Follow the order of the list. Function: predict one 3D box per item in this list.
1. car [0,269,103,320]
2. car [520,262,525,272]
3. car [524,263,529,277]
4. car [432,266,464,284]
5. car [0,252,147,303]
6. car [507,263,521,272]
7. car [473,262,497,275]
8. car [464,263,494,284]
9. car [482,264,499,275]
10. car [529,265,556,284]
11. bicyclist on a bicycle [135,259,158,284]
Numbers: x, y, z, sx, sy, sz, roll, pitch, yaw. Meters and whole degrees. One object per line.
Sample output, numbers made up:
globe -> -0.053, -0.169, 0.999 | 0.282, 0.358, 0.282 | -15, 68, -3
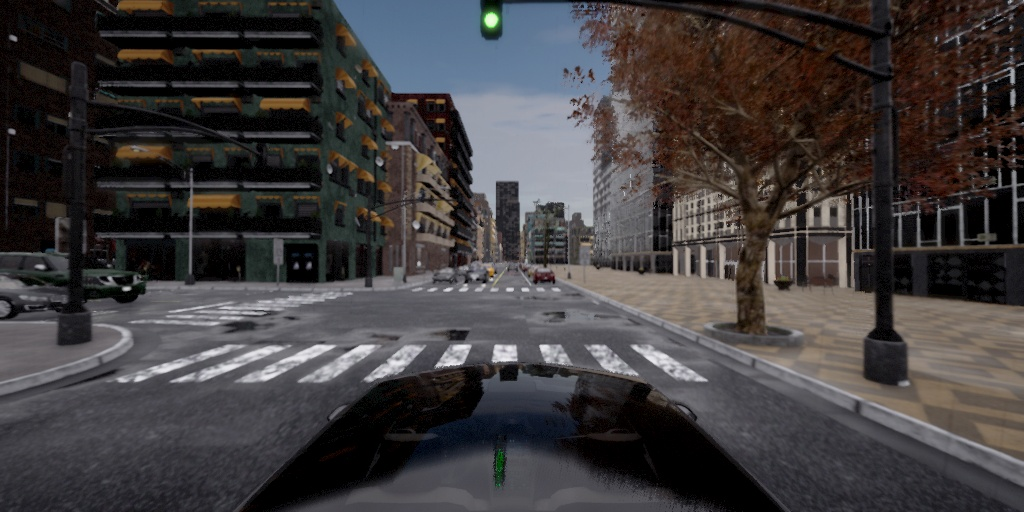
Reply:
car -> -16.432, 1.205, 11.395 | 4.403, 1.370, 2.007 | 0, 0, -1
car -> 2.708, 2.047, 58.461 | 1.802, 1.307, 4.207 | 0, 0, 0
car -> 2.703, 1.773, 42.035 | 1.751, 1.417, 4.829 | 0, 0, 0
car -> -5.680, 1.657, 30.804 | 2.007, 1.370, 4.403 | 0, 0, 0
car -> -17.784, 0.891, 13.989 | 5.566, 2.045, 2.150 | 1, -1, 0
car -> 0.120, 2.002, 61.951 | 2.128, 1.511, 4.902 | 0, -1, 0
car -> -3.089, 1.720, 41.476 | 1.882, 1.535, 5.008 | 0, -1, 0
car -> -3.084, 1.614, 32.102 | 2.128, 1.511, 4.902 | 0, -1, 0
car -> -3.078, 1.929, 52.140 | 2.033, 1.411, 5.357 | 0, -1, 0
car -> 2.700, 1.651, 30.801 | 1.888, 1.381, 4.507 | 0, 0, 0
bicyclist on a bicycle -> -23.162, 1.008, 22.669 | 0.582, 1.620, 1.656 | 1, 0, -1
